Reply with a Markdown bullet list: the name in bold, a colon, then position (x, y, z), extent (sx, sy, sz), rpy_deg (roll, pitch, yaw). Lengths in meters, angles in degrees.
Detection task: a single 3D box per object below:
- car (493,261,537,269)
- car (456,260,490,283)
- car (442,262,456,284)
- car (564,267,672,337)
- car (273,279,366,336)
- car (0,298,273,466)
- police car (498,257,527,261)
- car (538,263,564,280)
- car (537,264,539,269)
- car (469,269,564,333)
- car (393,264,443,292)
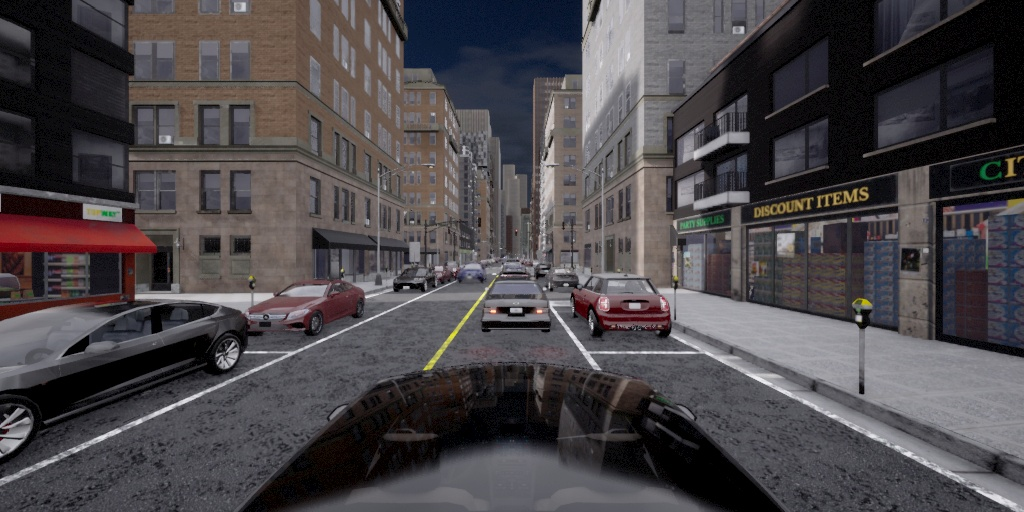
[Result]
- **car**: position (0.136, 1.242, 21.291), extent (2.128, 1.511, 4.902), rpy_deg (0, 0, 0)
- **car**: position (-2.999, 1.277, 27.765), extent (1.812, 1.442, 4.674), rpy_deg (0, 0, 1)
- **car**: position (-5.620, 1.334, 26.818), extent (1.802, 1.307, 4.207), rpy_deg (0, 0, 0)
- **car**: position (2.872, 1.190, 10.297), extent (1.967, 1.591, 4.097), rpy_deg (0, 0, 0)
- **car**: position (-5.654, 1.332, 10.315), extent (1.802, 1.307, 4.207), rpy_deg (0, 0, 0)
- **car**: position (-5.665, 1.316, 4.813), extent (1.948, 1.339, 4.313), rpy_deg (0, 0, 0)
- **police car**: position (0.057, 1.178, 31.311), extent (1.930, 1.638, 5.238), rpy_deg (0, 0, 0)
- **car**: position (2.894, 1.301, 21.299), extent (2.007, 1.370, 4.403), rpy_deg (0, 0, 0)
- **car**: position (2.917, 1.319, 32.302), extent (1.948, 1.339, 4.313), rpy_deg (0, 0, 0)
- **car**: position (0.113, 1.297, 10.769), extent (2.033, 1.411, 5.357), rpy_deg (0, 0, 0)
- **car**: position (-5.631, 1.316, 21.317), extent (1.948, 1.339, 4.313), rpy_deg (0, 0, 0)
